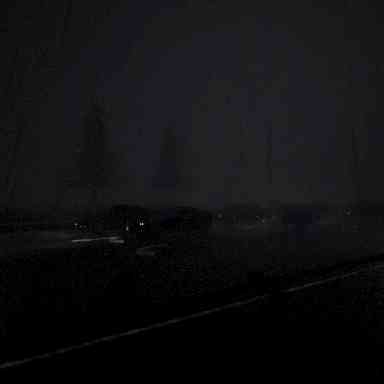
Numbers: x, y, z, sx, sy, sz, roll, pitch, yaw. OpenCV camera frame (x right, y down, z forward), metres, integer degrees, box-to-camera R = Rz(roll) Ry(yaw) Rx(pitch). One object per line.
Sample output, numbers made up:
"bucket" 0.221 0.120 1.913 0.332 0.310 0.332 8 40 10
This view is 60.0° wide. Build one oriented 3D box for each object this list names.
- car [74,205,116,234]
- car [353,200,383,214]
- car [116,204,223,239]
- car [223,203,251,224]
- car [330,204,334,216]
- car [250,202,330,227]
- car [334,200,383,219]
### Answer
"car" -4.285 1.505 19.341 4.892 1.490 1.837 0 0 -35
"car" 19.653 1.563 36.279 4.181 1.385 1.994 0 0 -35
"car" -1.092 1.492 17.315 4.902 1.511 2.128 0 0 -35
"car" 3.653 1.547 24.987 5.357 1.411 2.033 0 0 -35
"car" 11.446 1.601 30.518 4.718 1.301 1.895 0 0 -35
"car" 6.851 1.547 22.970 5.357 1.411 2.033 0 0 -35
"car" 14.851 1.491 28.648 4.902 1.511 2.128 0 0 -35
